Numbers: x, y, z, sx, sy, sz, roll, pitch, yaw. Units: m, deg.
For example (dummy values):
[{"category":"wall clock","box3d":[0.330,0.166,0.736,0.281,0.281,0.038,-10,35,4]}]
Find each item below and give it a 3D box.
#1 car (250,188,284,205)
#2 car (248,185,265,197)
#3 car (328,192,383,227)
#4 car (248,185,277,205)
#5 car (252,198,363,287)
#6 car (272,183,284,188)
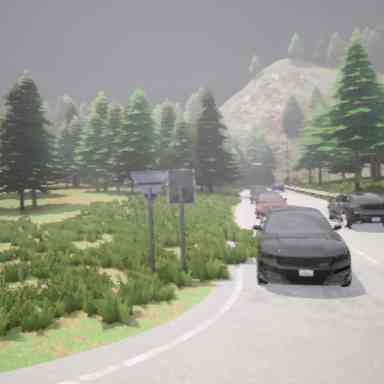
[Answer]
[{"category":"car","box3d":[4.665,0.736,19.998,1.812,1.442,4.674,-2,2,9]},{"category":"car","box3d":[8.474,-0.191,43.932,1.994,1.385,4.181,-2,2,9]},{"category":"car","box3d":[7.721,0.756,15.682,1.837,1.490,4.892,-2,2,9]},{"category":"car","box3d":[6.241,0.367,30.147,1.994,1.385,4.181,-2,2,8]},{"category":"car","box3d":[2.667,1.152,8.673,1.882,1.535,5.008,-2,2,12]},{"category":"car","box3d":[13.604,-0.735,53.251,1.812,1.442,4.674,-2,2,9]}]
